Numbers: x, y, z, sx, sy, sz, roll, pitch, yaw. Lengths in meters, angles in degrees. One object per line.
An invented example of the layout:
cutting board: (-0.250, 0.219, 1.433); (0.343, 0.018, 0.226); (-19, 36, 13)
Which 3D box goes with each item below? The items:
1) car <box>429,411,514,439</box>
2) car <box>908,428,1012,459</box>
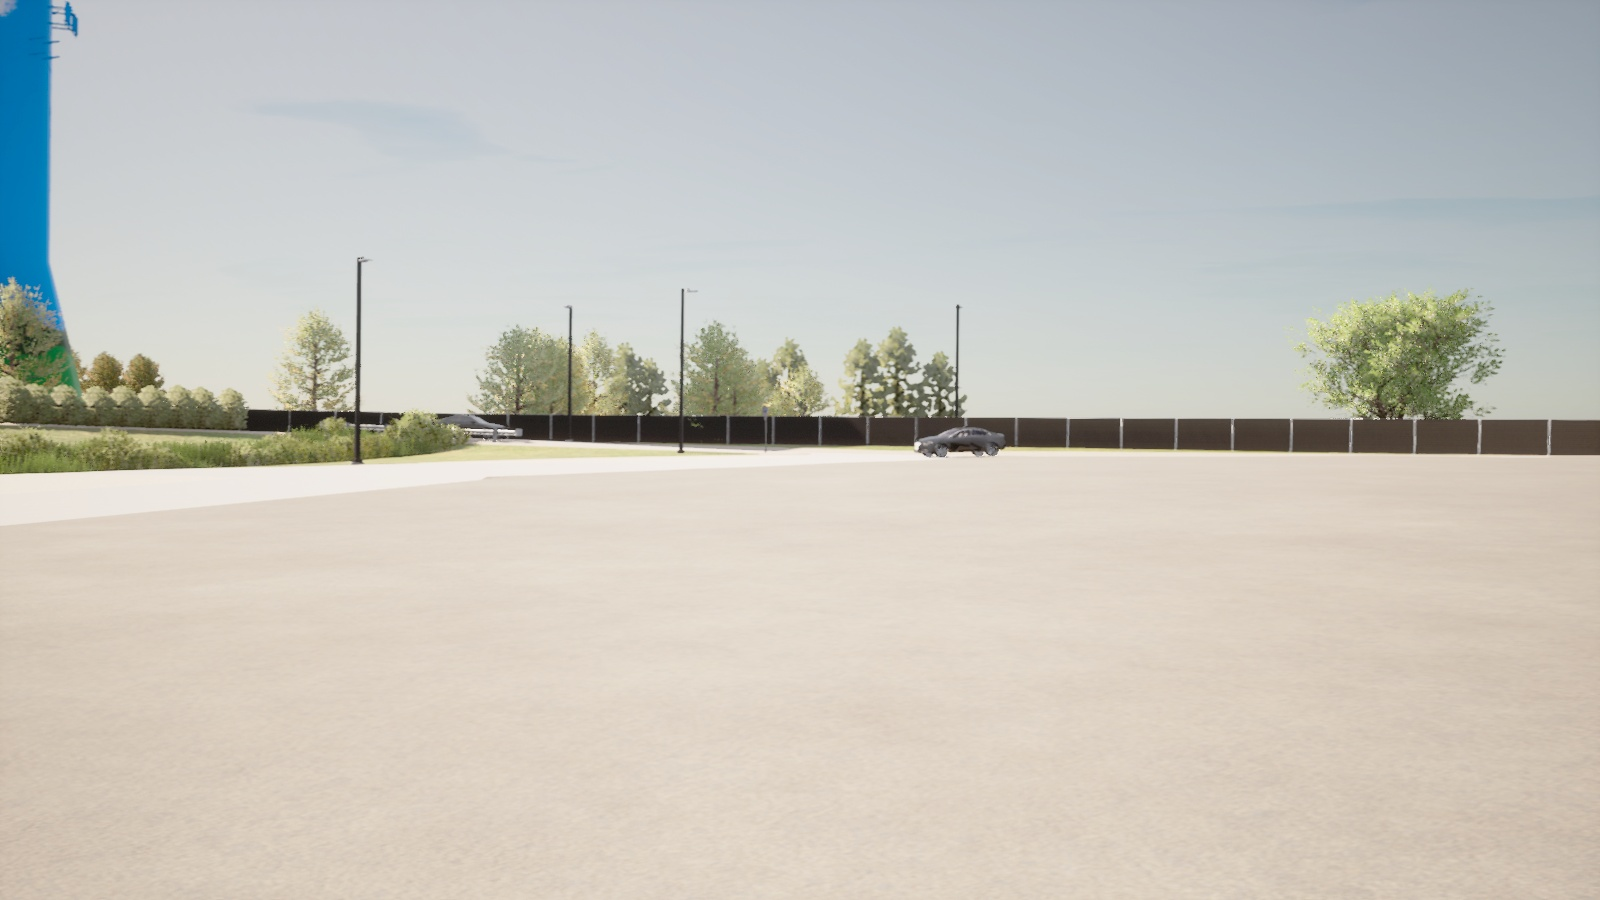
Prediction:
car: (-20.280, -1.545, 77.571); (4.674, 1.442, 1.812); (3, 0, 11)
car: (8.306, -0.361, 65.186); (4.902, 1.511, 2.128); (-1, 1, -18)
